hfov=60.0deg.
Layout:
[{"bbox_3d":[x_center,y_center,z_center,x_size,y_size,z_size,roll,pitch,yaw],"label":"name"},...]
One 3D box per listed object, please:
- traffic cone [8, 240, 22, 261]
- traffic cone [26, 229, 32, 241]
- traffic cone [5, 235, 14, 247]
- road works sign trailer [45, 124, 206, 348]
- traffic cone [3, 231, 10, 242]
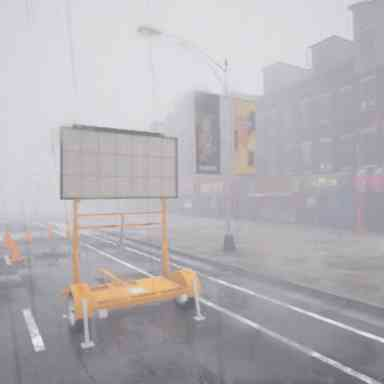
[{"bbox_3d":[-6.295,2.140,11.917,0.340,0.580,0.340,0,-1,-32],"label":"traffic cone"},{"bbox_3d":[-8.603,2.246,17.544,0.340,0.580,0.340,0,-1,-32],"label":"traffic cone"},{"bbox_3d":[-7.348,2.173,13.618,0.340,0.580,0.340,0,-1,-32],"label":"traffic cone"},{"bbox_3d":[-1.448,0.544,6.709,2.380,3.560,2.880,0,-1,-32],"label":"road works sign trailer"},{"bbox_3d":[-8.400,2.210,15.318,0.340,0.580,0.340,0,-1,-32],"label":"traffic cone"}]
